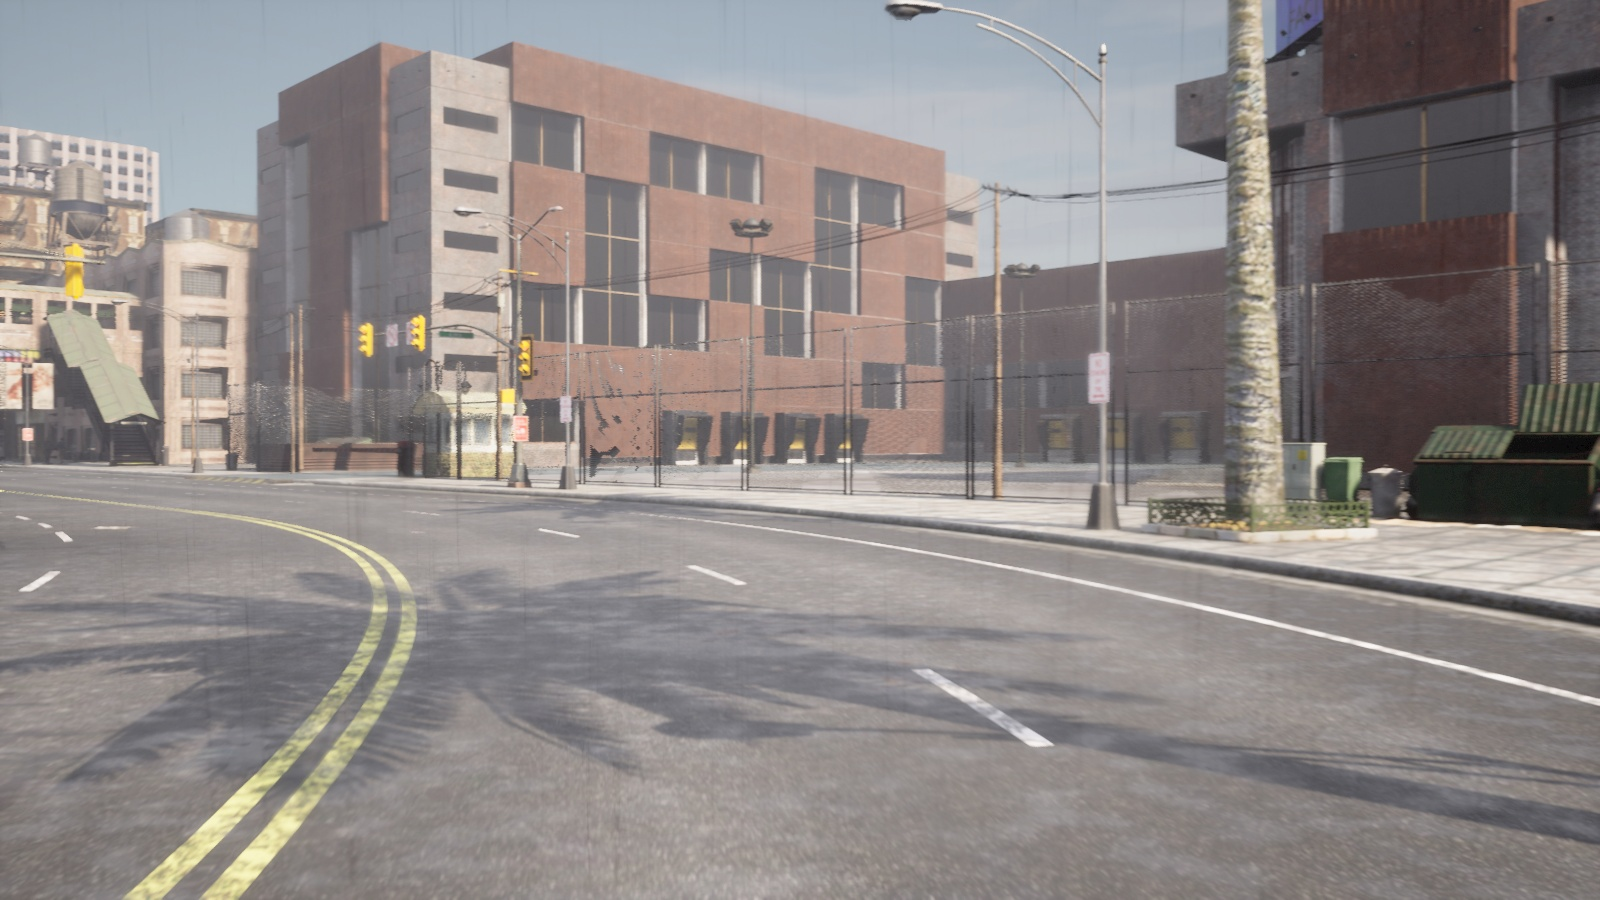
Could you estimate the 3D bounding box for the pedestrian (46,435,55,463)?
[{"bbox_3d":[-50.613,-0.067,84.796,0.540,1.848,0.694,0,0,-33],"label":"pedestrian"}]
